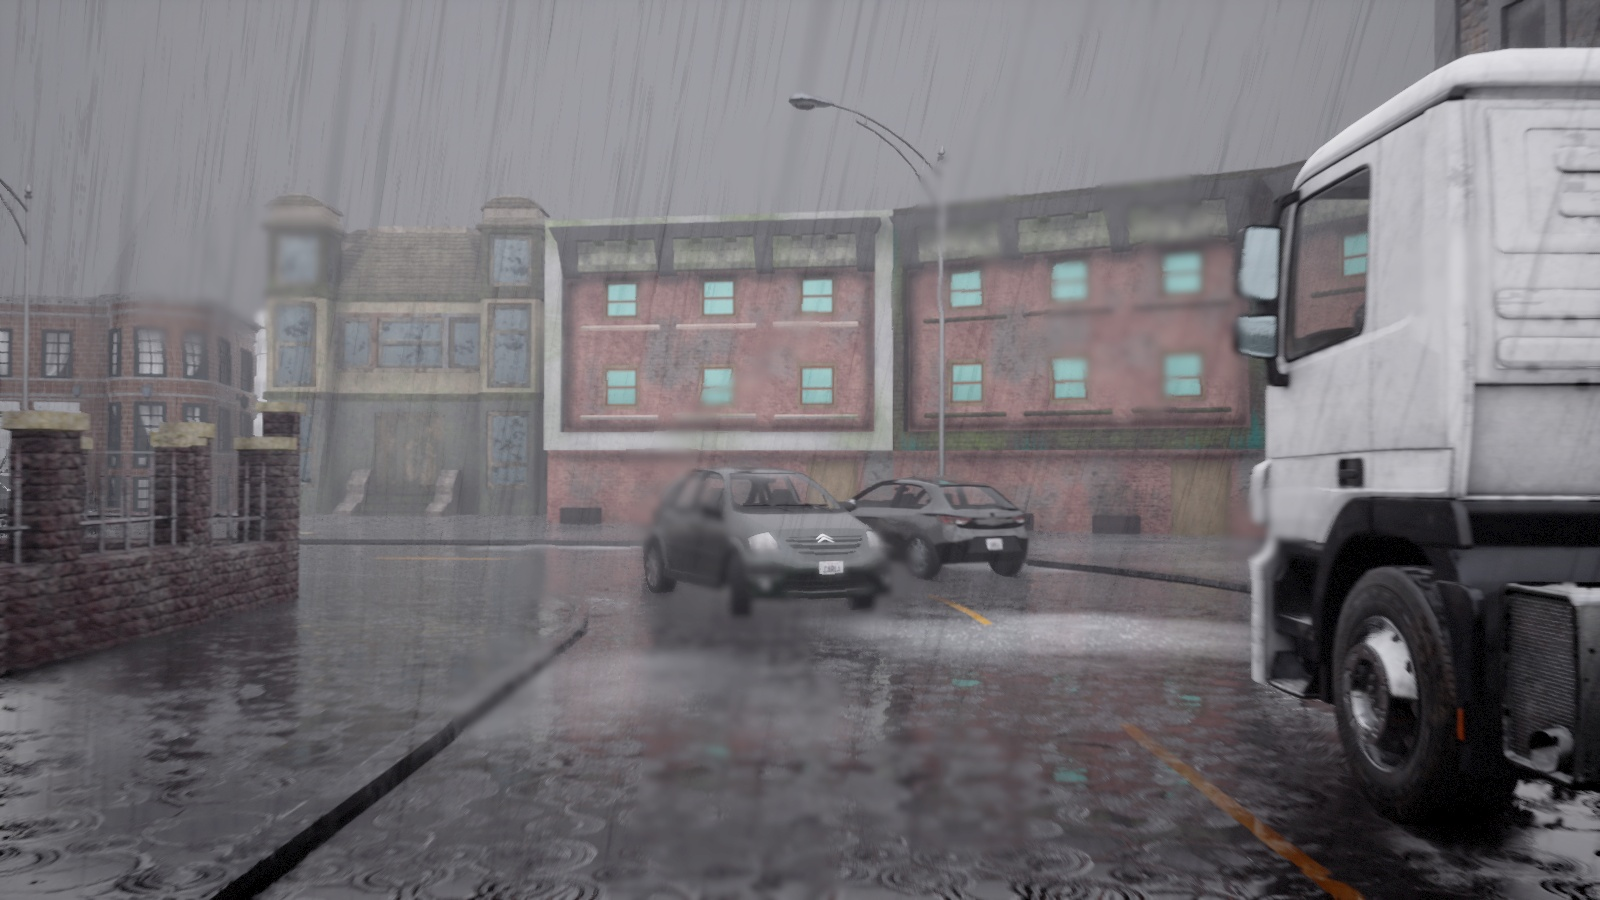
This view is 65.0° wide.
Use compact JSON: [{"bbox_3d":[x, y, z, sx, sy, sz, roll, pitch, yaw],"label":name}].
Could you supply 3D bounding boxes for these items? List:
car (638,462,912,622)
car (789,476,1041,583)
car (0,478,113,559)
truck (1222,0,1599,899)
[{"bbox_3d":[-0.454,0.965,14.863,1.851,1.617,3.988,0,-1,-24],"label":"car"},{"bbox_3d":[1.678,1.155,19.797,1.816,1.474,4.193,0,-1,-31],"label":"car"},{"bbox_3d":[-16.105,1.286,24.040,4.892,1.490,1.837,0,-1,0],"label":"car"},{"bbox_3d":[3.985,-0.124,3.508,2.891,3.462,7.936,0,-1,0],"label":"truck"}]
